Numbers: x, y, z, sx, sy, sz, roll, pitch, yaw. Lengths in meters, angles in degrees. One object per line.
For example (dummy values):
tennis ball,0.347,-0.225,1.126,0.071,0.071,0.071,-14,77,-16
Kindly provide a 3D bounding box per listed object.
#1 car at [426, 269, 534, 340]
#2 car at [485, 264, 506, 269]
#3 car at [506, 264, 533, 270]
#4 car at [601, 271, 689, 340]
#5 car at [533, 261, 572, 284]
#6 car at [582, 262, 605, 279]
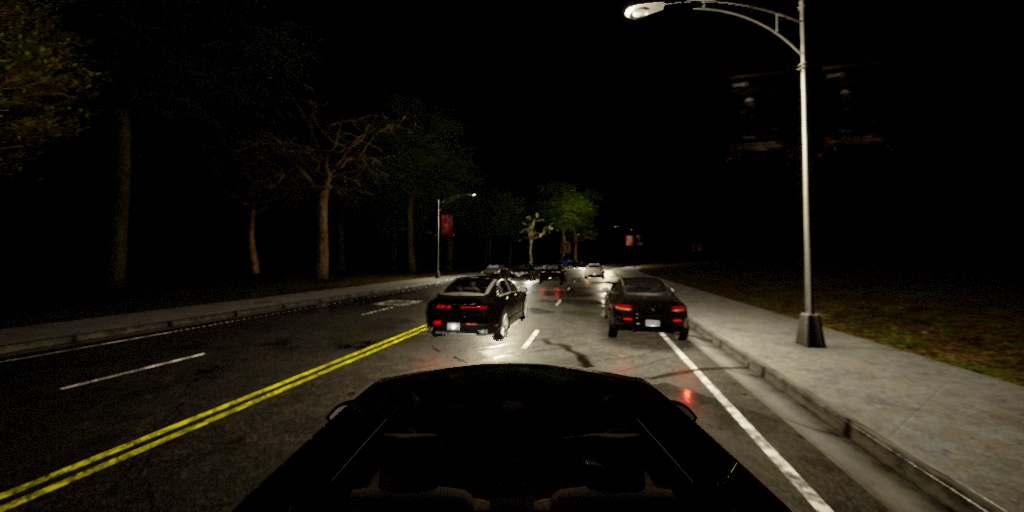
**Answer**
car,-0.764,1.314,10.318,1.837,1.490,4.892,0,0,13
car,-1.674,1.543,36.842,2.033,1.411,5.357,0,0,13
car,1.120,1.494,34.420,1.812,1.442,4.674,0,0,13
car,3.578,1.317,10.084,1.812,1.442,4.674,0,0,13
car,3.322,1.410,28.534,2.128,1.511,4.902,0,0,13
car,8.098,1.476,35.180,1.812,1.442,4.674,0,0,13
